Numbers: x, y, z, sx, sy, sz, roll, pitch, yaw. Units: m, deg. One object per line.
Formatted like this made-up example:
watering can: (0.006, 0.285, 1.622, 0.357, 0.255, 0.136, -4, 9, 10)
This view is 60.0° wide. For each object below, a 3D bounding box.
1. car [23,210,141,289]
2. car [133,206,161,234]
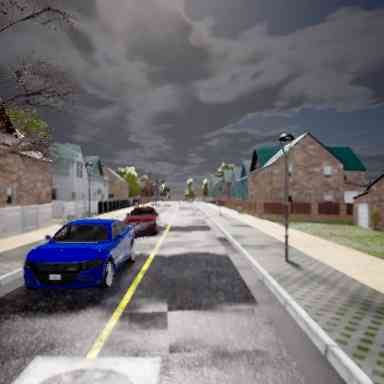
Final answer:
car: (-2.866, 1.510, 9.450, 1.882, 1.535, 5.008, 0, 0, 0)
car: (-2.885, 1.614, 19.945, 1.812, 1.442, 4.674, 0, 0, -1)
